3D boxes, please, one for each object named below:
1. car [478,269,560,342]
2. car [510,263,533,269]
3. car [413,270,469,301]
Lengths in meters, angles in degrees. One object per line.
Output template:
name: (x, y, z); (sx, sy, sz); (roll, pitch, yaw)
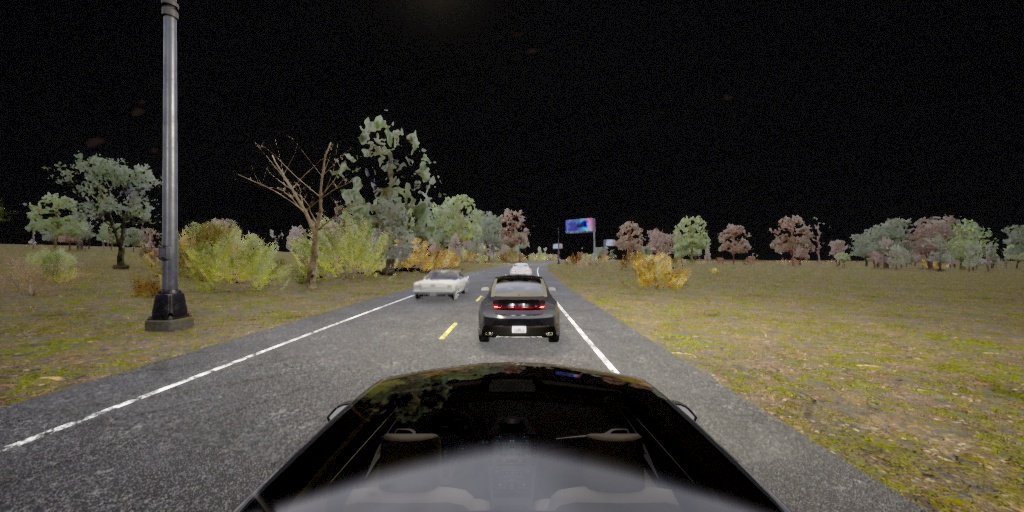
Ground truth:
car: (0.182, 1.258, 9.749); (1.837, 1.490, 4.892); (0, 0, 1)
car: (0.776, 1.295, 30.293); (1.812, 1.442, 4.674); (0, 0, 3)
car: (-3.360, 1.359, 17.663); (1.895, 1.301, 4.718); (0, 0, 2)
